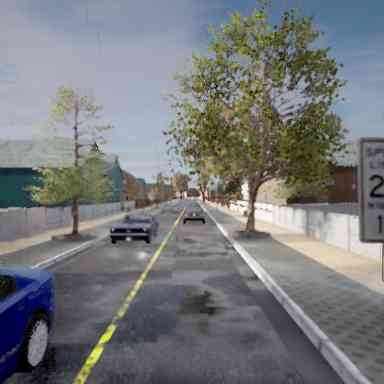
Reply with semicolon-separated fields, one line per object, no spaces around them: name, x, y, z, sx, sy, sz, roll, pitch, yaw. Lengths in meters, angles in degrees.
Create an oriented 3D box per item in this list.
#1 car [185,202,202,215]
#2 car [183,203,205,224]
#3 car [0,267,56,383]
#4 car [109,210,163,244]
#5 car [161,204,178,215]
car;0.189;2.042;42.407;2.033;1.411;5.357;0;-1;0
car;0.164;1.883;28.409;2.033;1.411;5.357;0;-1;0
car;-2.926;1.513;2.891;1.882;1.535;5.008;0;-1;0
car;-2.811;1.803;17.004;1.895;1.301;4.718;0;-1;0
car;-2.762;2.077;40.836;1.895;1.301;4.718;0;-1;0
